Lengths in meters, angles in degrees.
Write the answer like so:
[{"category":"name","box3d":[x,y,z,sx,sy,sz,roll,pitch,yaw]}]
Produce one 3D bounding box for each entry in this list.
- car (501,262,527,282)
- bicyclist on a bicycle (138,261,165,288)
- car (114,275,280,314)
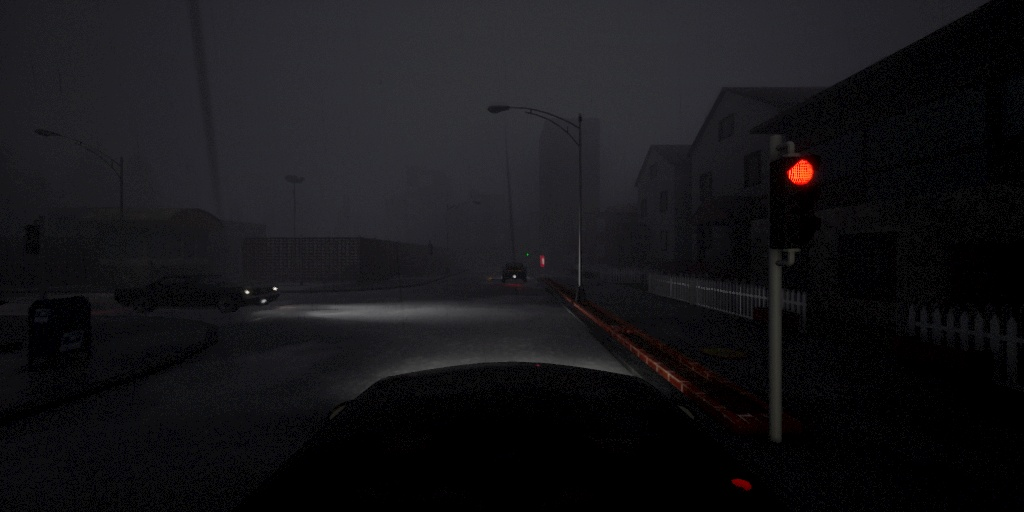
[{"category":"car","box3d":[0.172,1.254,28.973,1.837,1.490,4.892,0,0,-1]},{"category":"bicyclist on a bicycle","box3d":[-21.728,1.099,21.633,0.582,1.620,1.656,0,0,0]},{"category":"car","box3d":[-11.371,1.351,13.231,4.718,1.301,1.895,0,0,0]}]
